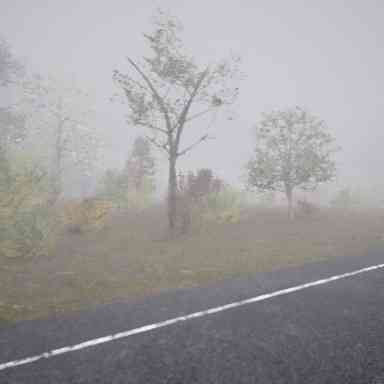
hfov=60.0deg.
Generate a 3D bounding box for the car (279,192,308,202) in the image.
[{"bbox_3d":[19.729,1.024,64.800,2.150,2.045,5.566,0,0,-37],"label":"car"}]

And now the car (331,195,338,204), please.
[{"bbox_3d":[22.979,1.228,48.942,2.097,1.767,4.553,0,0,-37],"label":"car"}]
